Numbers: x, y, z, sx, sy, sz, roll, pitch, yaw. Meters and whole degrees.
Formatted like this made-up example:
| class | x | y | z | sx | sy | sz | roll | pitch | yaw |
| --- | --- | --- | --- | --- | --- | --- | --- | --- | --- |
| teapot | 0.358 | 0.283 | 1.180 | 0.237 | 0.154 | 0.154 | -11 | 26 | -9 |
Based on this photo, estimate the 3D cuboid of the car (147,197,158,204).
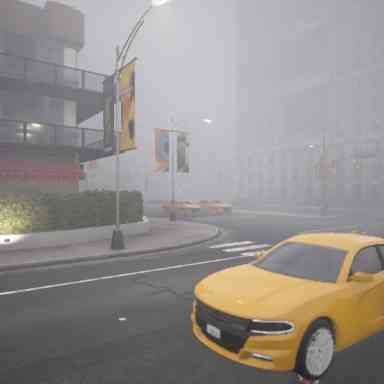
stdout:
| class | x | y | z | sx | sy | sz | roll | pitch | yaw |
| --- | --- | --- | --- | --- | --- | --- | --- | --- | --- |
| car | -6.163 | 1.601 | 59.267 | 4.718 | 1.301 | 1.895 | 0 | 0 | 42 |

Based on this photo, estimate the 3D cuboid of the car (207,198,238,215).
| class | x | y | z | sx | sy | sz | roll | pitch | yaw |
| --- | --- | --- | --- | --- | --- | --- | --- | --- | --- |
| car | 2.066 | 1.478 | 34.285 | 1.882 | 1.535 | 5.008 | 0 | 0 | -35 |

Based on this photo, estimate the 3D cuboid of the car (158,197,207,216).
| class | x | y | z | sx | sy | sz | roll | pitch | yaw |
| --- | --- | --- | --- | --- | --- | --- | --- | --- | --- |
| car | -1.062 | 1.478 | 32.648 | 1.882 | 1.535 | 5.008 | 0 | 0 | -35 |

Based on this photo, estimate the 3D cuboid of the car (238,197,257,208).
| class | x | y | z | sx | sy | sz | roll | pitch | yaw |
| --- | --- | --- | --- | --- | --- | --- | --- | --- | --- |
| car | 7.050 | 1.504 | 47.476 | 1.837 | 1.490 | 4.892 | 0 | 0 | -35 |

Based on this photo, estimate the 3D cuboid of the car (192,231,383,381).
| class | x | y | z | sx | sy | sz | roll | pitch | yaw |
| --- | --- | --- | --- | --- | --- | --- | --- | --- | --- |
| car | 2.301 | 1.477 | 5.642 | 5.008 | 1.535 | 1.882 | 0 | 0 | -36 |
